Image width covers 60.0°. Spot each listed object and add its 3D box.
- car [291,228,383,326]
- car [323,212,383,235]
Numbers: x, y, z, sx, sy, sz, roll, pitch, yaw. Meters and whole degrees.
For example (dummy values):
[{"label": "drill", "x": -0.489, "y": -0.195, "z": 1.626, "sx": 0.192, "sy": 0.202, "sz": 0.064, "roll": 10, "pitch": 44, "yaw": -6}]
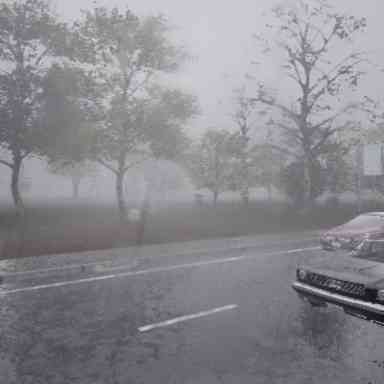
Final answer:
[{"label": "car", "x": 4.219, "y": 1.591, "z": 6.642, "sx": 4.718, "sy": 1.301, "sz": 1.895, "roll": 0, "pitch": 0, "yaw": -32}, {"label": "car", "x": 6.850, "y": 1.505, "z": 12.315, "sx": 4.674, "sy": 1.442, "sz": 1.812, "roll": 0, "pitch": 0, "yaw": -30}]
